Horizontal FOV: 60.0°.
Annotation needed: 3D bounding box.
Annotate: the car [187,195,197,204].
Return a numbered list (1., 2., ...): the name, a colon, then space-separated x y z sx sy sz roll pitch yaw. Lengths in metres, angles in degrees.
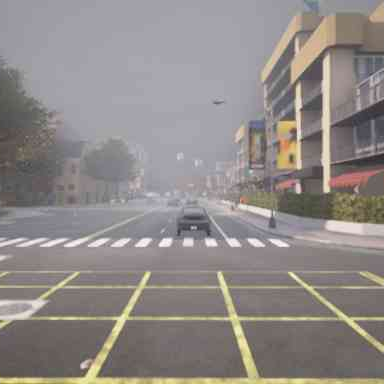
1. car: -0.029 1.686 75.622 2.097 1.767 4.553 0 0 0

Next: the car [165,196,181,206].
1. car: -3.427 1.803 58.645 2.033 1.411 5.357 0 0 0

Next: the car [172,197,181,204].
1. car: -3.529 1.830 75.551 1.837 1.490 4.892 0 0 0

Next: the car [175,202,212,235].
1. car: 0.093 1.590 19.430 1.837 1.490 4.892 0 0 0

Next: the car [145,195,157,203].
1. car: -10.532 1.954 83.394 1.895 1.301 4.718 0 0 0

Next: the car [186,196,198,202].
1. car: -0.017 1.611 59.392 2.097 1.767 4.553 0 0 0
